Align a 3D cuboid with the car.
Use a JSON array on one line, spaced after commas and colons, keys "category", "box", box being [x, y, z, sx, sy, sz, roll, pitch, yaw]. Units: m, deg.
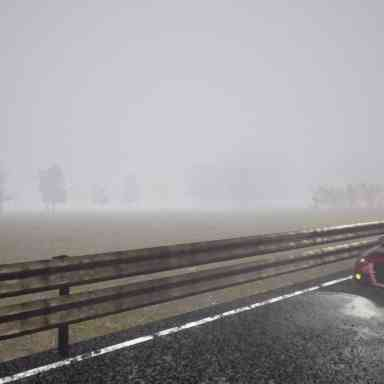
[{"category": "car", "box": [5.710, 1.567, 8.027, 4.181, 1.385, 1.994, 0, 0, -37]}]
